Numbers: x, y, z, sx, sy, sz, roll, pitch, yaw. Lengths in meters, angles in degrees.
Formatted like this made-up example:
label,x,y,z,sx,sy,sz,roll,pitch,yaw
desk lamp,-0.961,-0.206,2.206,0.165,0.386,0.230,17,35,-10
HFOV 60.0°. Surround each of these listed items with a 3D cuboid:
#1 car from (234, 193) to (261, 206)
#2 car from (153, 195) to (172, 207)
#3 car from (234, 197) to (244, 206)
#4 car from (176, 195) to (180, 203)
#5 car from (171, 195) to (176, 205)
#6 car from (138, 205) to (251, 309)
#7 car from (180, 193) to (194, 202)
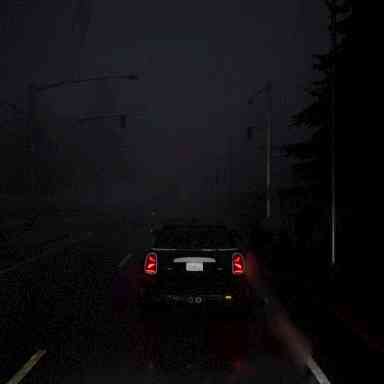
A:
label,x,y,z,sx,sy,sz,roll,pitch,yaw
car,8.504,1.146,51.272,3.866,1.878,1.905,0,0,-1
car,-3.986,1.496,43.622,1.812,1.442,4.674,0,0,0
car,8.915,1.144,48.761,4.605,1.855,1.932,0,0,-1
car,-4.122,1.323,68.377,2.097,1.767,4.553,0,0,-1
car,-4.052,1.475,54.154,1.837,1.490,4.892,0,0,0
car,0.072,1.352,8.047,2.097,1.767,4.553,0,0,1
car,-0.841,1.555,73.411,1.895,1.301,4.718,0,0,-7
